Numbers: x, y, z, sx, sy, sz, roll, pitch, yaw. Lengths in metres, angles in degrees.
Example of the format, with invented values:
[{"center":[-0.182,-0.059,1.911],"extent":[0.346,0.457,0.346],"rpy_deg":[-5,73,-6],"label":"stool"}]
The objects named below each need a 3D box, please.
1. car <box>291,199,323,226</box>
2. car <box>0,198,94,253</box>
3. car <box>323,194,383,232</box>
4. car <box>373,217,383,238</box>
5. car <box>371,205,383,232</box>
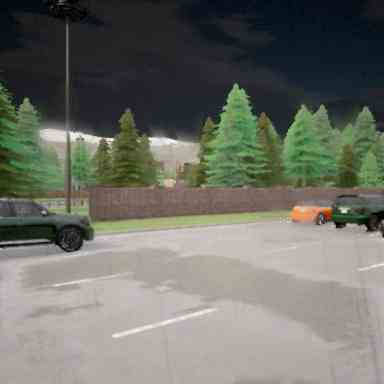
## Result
[{"center":[8.995,1.275,23.055],"extent":[4.553,1.767,2.097],"rpy_deg":[0,0,-36],"label":"car"},{"center":[-6.473,1.216,12.026],"extent":[5.566,2.045,2.150],"rpy_deg":[0,0,-35],"label":"car"},{"center":[10.563,1.146,19.876],"extent":[5.566,2.045,2.150],"rpy_deg":[0,0,-35],"label":"car"},{"center":[7.045,1.437,8.770],"extent":[5.008,1.535,1.882],"rpy_deg":[0,0,-35],"label":"car"},{"center":[10.613,1.460,15.630],"extent":[4.674,1.442,1.812],"rpy_deg":[0,0,-36],"label":"car"}]
